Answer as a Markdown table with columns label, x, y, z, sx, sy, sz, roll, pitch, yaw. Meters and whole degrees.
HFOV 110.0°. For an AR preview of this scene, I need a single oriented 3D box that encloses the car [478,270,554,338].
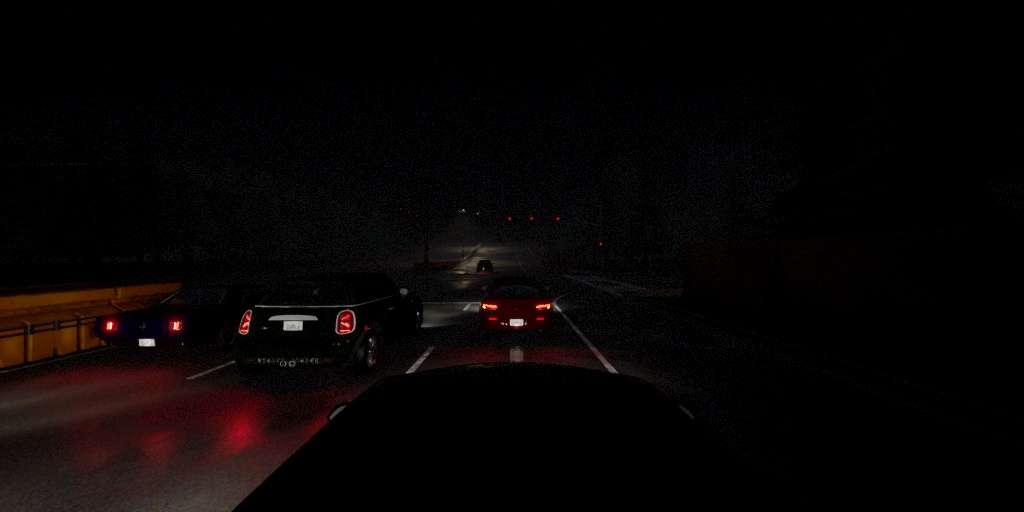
| label | x | y | z | sx | sy | sz | roll | pitch | yaw |
| --- | --- | --- | --- | --- | --- | --- | --- | --- | --- |
| car | 0.099 | 1.276 | 10.079 | 1.812 | 1.442 | 4.674 | 0 | 0 | 0 |

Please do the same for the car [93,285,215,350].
| label | x | y | z | sx | sy | sz | roll | pitch | yaw |
| --- | --- | --- | --- | --- | --- | --- | --- | --- | --- |
| car | -6.900 | 1.351 | 9.004 | 1.895 | 1.301 | 4.718 | 0 | 0 | 0 |

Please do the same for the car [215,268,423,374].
| label | x | y | z | sx | sy | sz | roll | pitch | yaw |
| --- | --- | --- | --- | --- | --- | --- | --- | --- | --- |
| car | -3.399 | 1.102 | 7.690 | 2.097 | 1.767 | 4.553 | 0 | 0 | 0 |

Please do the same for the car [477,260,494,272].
| label | x | y | z | sx | sy | sz | roll | pitch | yaw |
| --- | --- | --- | --- | --- | --- | --- | --- | --- | --- |
| car | -3.403 | 1.255 | 45.484 | 1.837 | 1.490 | 4.892 | 0 | 0 | 0 |
